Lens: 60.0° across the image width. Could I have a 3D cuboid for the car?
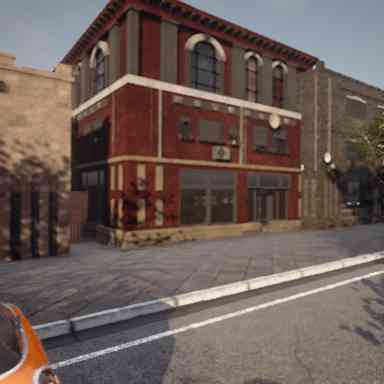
[{"bbox_3d":[-3.014,1.352,1.536,4.553,1.767,2.097,0,0,-35],"label":"car"}]
